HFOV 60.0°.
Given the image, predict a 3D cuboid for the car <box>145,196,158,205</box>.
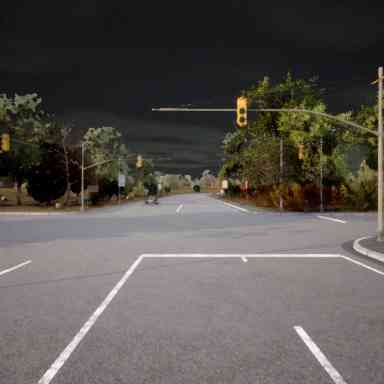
[{"bbox_3d":[-7.000,1.483,57.973,2.128,1.511,4.902,0,0,0],"label":"car"}]
